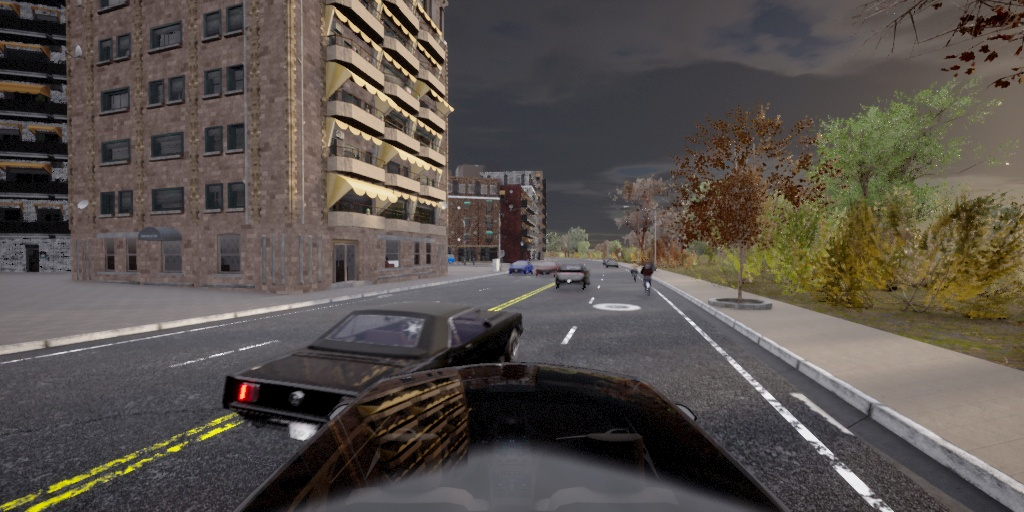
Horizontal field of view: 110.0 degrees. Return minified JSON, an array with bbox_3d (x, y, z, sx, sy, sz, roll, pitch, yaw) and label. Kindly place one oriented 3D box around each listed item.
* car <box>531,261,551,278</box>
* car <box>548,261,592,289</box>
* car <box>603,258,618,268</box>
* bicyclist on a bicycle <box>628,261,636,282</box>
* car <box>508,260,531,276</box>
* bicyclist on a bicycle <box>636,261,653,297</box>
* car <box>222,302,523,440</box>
[{"bbox_3d":[3.500,1.220,34.199,1.882,1.535,5.008,0,0,15],"label":"car"},{"bbox_3d":[3.972,1.236,22.995,2.128,1.511,4.902,0,0,16],"label":"car"},{"bbox_3d":[17.014,1.282,61.185,1.994,1.385,4.181,0,0,13],"label":"car"},{"bbox_3d":[9.485,1.177,27.771,0.866,1.612,1.509,0,0,16],"label":"bicyclist on a bicycle"},{"bbox_3d":[1.023,1.221,37.525,1.882,1.535,5.008,0,0,15],"label":"car"},{"bbox_3d":[6.668,1.115,17.736,0.659,1.776,1.843,0,0,16],"label":"bicyclist on a bicycle"},{"bbox_3d":[-1.272,1.350,5.448,1.895,1.301,4.718,0,0,17],"label":"car"}]
